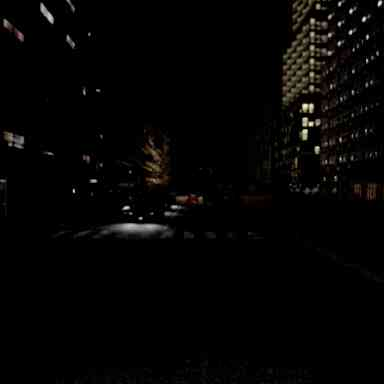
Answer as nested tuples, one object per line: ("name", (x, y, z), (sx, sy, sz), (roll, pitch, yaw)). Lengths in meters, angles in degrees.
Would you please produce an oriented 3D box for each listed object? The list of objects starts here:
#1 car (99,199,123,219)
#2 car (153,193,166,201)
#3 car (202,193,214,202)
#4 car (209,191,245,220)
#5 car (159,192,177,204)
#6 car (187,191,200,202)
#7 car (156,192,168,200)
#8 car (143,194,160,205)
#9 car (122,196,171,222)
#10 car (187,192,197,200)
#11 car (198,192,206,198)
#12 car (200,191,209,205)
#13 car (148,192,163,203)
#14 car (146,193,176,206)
("car", (-5.682, 1.220, 24.817), (2.008, 1.369, 4.403), (0, 1, 0))
("car", (-5.675, 0.915, 57.976), (1.802, 1.307, 4.206), (0, 1, 0))
("car", (2.705, 0.929, 57.974), (1.887, 1.381, 4.507), (0, 1, 0))
("car", (2.698, 1.036, 24.813), (2.192, 1.841, 5.009), (0, 1, 0))
("car", (-3.053, 1.052, 43.940), (1.994, 1.385, 4.181), (0, 1, 1))
("car", (0.107, 1.004, 54.498), (1.895, 1.301, 4.718), (0, 1, 0))
("car", (-5.673, 0.719, 63.500), (1.967, 1.590, 4.097), (0, 1, 0))
("car", (-5.677, 0.987, 46.921), (1.887, 1.381, 4.507), (0, 1, 0))
("car", (-3.063, 1.246, 23.625), (2.033, 1.411, 5.357), (0, 1, 4))
("car", (0.021, 0.782, 64.497), (1.882, 1.535, 5.008), (0, 1, 0))
("car", (2.381, 0.648, 83.075), (1.837, 1.490, 4.892), (0, 1, 0))
("car", (2.703, 0.809, 46.918), (2.192, 1.841, 5.009), (0, 1, 0))
("car", (-5.676, 0.827, 52.448), (1.967, 1.590, 4.097), (0, 1, 0))
("car", (-3.082, 1.139, 33.755), (2.033, 1.411, 5.357), (0, 1, 0))
